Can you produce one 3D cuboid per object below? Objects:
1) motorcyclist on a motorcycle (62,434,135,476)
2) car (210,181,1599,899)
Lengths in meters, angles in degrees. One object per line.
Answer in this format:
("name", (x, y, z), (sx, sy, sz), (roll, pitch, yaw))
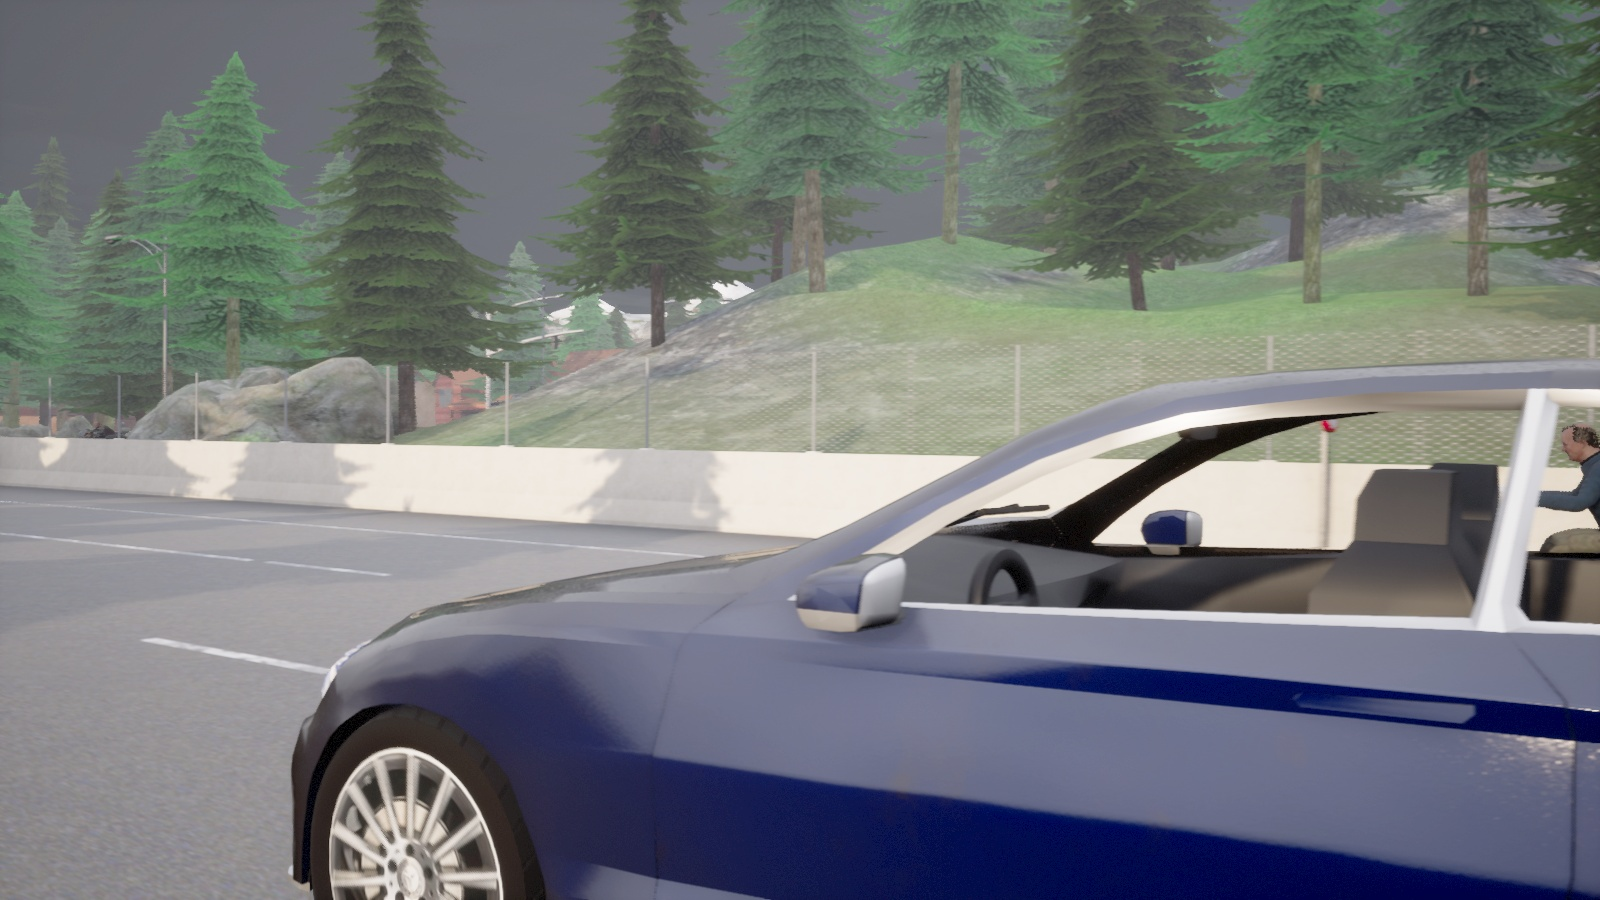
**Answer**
("motorcyclist on a motorcycle", (-26.290, 0.166, 47.096), (0.866, 1.530, 2.191), (0, 1, 34))
("car", (1.118, 0.460, 2.876), (5.027, 1.651, 2.152), (0, 1, 34))
